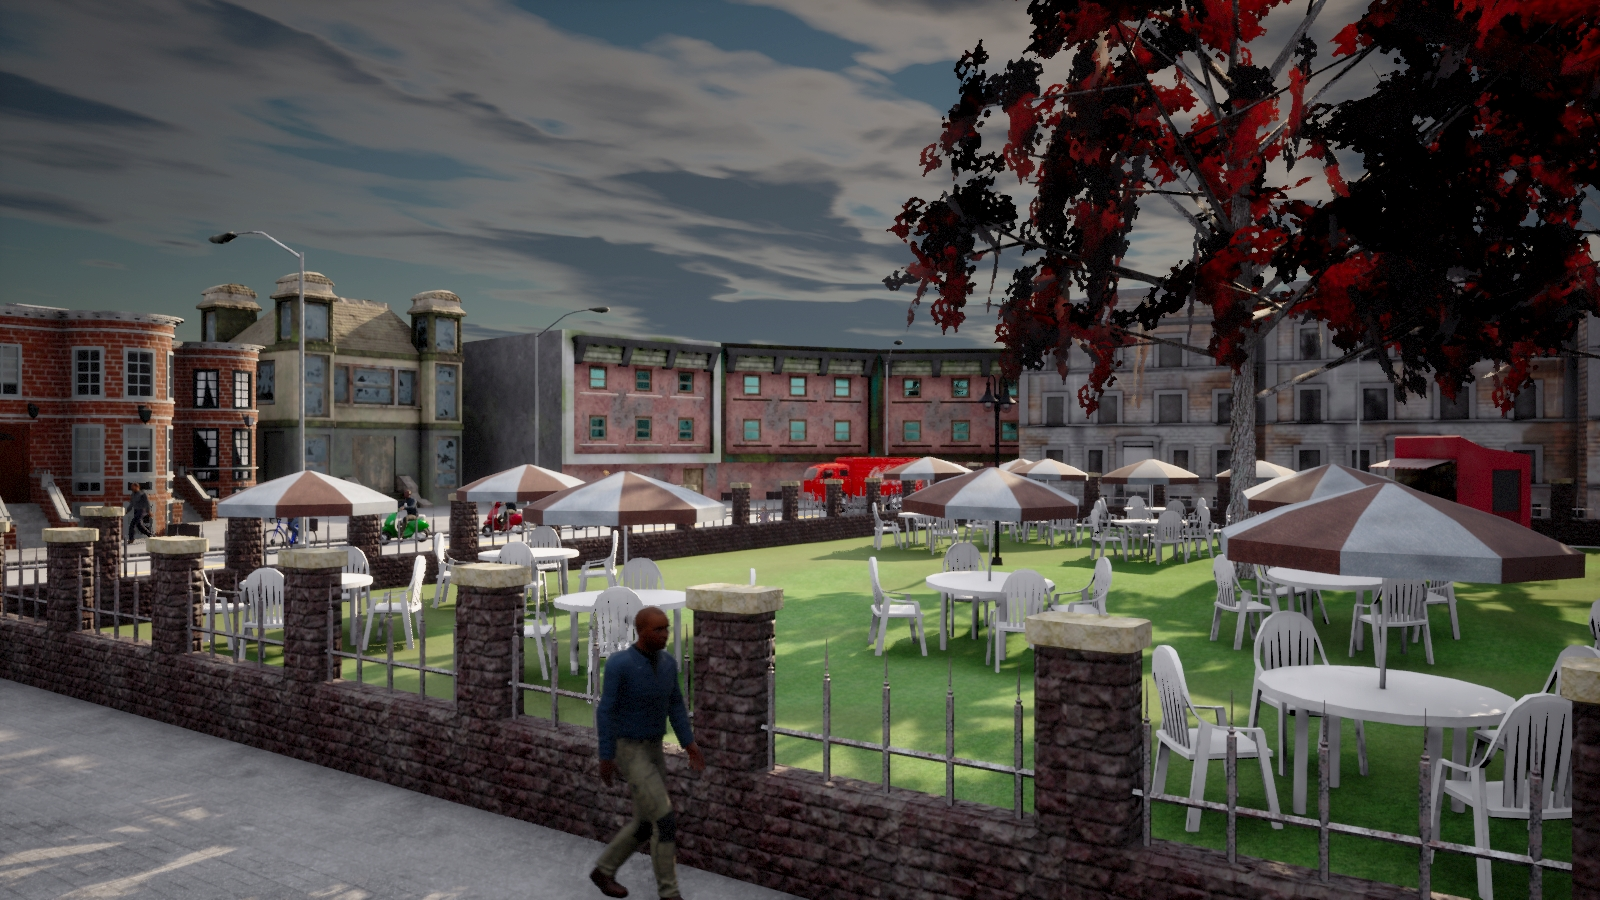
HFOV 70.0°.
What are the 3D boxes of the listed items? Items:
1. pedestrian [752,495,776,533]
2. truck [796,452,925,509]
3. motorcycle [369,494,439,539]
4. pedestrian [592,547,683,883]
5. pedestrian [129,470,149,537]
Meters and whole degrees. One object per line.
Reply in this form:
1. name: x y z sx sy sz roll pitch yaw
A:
1. pedestrian: -1.066 1.895 33.958 0.500 1.100 0.500 0 0 33
2. truck: 2.724 1.337 51.619 5.204 2.467 2.627 0 -1 -21
3. motorcycle: -11.759 1.950 33.969 0.856 1.236 1.805 0 0 35
4. pedestrian: -0.957 1.522 6.728 0.375 1.860 0.375 0 0 34
5. pedestrian: -18.769 1.512 32.441 0.375 1.860 0.375 0 0 36
